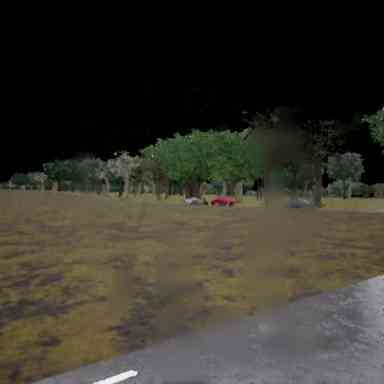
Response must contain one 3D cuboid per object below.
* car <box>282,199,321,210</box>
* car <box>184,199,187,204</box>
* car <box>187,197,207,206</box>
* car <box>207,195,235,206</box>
[{"bbox_3d":[15.168,1.735,46.216,2.033,1.411,5.357,2,-2,-35],"label":"car"},{"bbox_3d":[-0.033,1.903,73.912,1.812,1.442,4.674,2,-1,-35],"label":"car"},{"bbox_3d":[1.466,1.948,65.704,1.994,1.385,4.181,2,-2,-35],"label":"car"},{"bbox_3d":[5.974,1.699,65.438,2.150,2.045,5.566,2,-2,-35],"label":"car"}]
